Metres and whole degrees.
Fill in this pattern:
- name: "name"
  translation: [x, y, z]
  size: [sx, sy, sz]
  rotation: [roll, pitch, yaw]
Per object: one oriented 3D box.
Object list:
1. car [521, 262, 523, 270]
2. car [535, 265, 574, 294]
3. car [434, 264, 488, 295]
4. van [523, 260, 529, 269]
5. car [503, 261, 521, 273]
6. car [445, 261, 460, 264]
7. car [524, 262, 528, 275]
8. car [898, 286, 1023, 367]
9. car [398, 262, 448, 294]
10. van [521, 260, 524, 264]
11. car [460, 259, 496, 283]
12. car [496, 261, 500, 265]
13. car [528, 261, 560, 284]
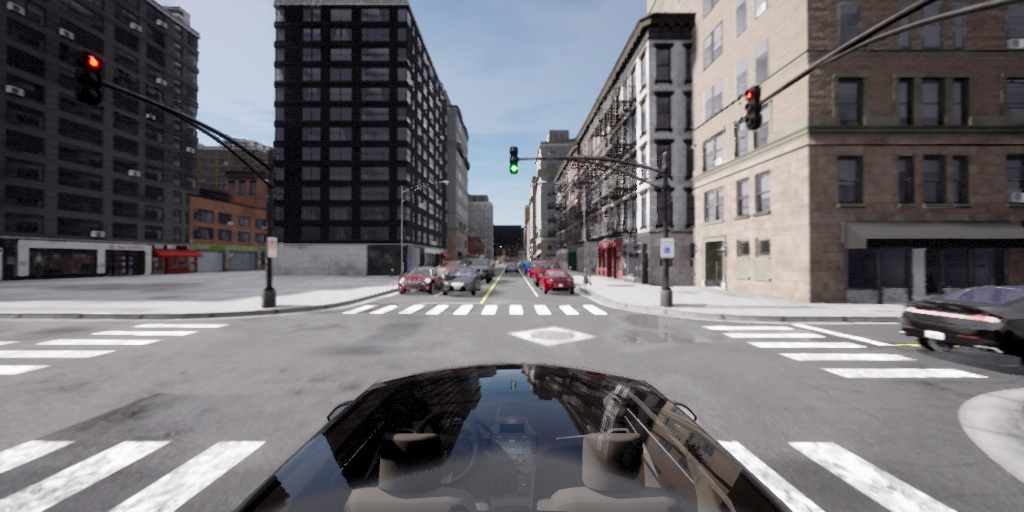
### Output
- name: "car"
  translation: [2.609, 1.746, 48.660]
  size: [1.948, 1.339, 4.313]
  rotation: [0, 0, 0]
- name: "car"
  translation: [2.626, 1.477, 21.613]
  size: [1.888, 1.381, 4.507]
  rotation: [0, 0, 0]
- name: "car"
  translation: [-2.856, 1.425, 21.217]
  size: [2.128, 1.511, 4.902]
  rotation: [0, -1, 0]
- name: "van"
  translation: [2.612, 1.472, 43.251]
  size: [1.690, 1.789, 3.998]
  rotation: [0, 0, 0]
- name: "car"
  translation: [-0.031, 1.775, 51.832]
  size: [1.994, 1.385, 4.181]
  rotation: [0, -1, 0]
- name: "car"
  translation: [-5.406, 1.355, 32.427]
  size: [2.192, 1.841, 5.009]
  rotation: [0, 0, 0]
- name: "car"
  translation: [2.616, 1.627, 37.841]
  size: [1.888, 1.381, 4.507]
  rotation: [0, 0, 0]
- name: "car"
  translation: [10.652, 1.345, 7.048]
  size: [4.902, 1.511, 2.128]
  rotation: [0, -1, -1]
- name: "car"
  translation: [-5.399, 1.379, 21.608]
  size: [1.967, 1.591, 4.097]
  rotation: [0, 0, 0]
- name: "van"
  translation: [2.599, 1.666, 64.888]
  size: [1.690, 1.789, 3.998]
  rotation: [0, 0, 0]
- name: "car"
  translation: [-2.861, 1.249, 31.384]
  size: [2.150, 2.045, 5.566]
  rotation: [0, -1, 1]
- name: "car"
  translation: [-2.866, 1.671, 41.784]
  size: [2.033, 1.411, 5.357]
  rotation: [0, -1, 0]
- name: "car"
  translation: [2.622, 1.297, 27.022]
  size: [2.192, 1.841, 5.009]
  rotation: [0, 0, 0]
